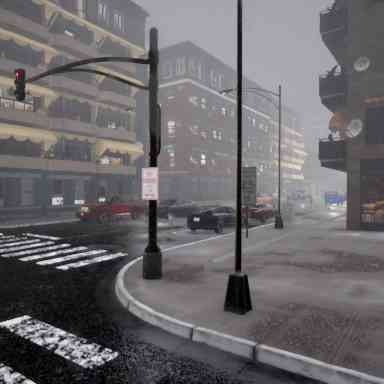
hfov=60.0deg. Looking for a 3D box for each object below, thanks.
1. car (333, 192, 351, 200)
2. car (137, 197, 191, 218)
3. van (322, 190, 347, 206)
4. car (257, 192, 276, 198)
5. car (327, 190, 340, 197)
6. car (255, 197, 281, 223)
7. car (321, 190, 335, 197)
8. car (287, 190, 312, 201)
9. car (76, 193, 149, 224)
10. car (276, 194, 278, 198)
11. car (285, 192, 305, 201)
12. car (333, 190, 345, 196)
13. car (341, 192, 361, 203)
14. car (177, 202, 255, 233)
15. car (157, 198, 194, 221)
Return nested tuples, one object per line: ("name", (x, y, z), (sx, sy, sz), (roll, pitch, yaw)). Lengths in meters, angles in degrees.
("car", (25.888, 0.699, 57.265), (1.895, 1.301, 4.718), (1, 1, 35))
("car", (-2.204, 1.184, 27.355), (1.887, 1.381, 4.507), (2, 2, 35))
("van", (17.446, 0.723, 40.727), (1.690, 1.788, 3.998), (2, 2, 35))
("car", (6.855, 0.836, 35.737), (2.097, 1.767, 4.553), (1, 1, 35))
("car", (33.037, 0.340, 77.482), (1.802, 1.307, 4.206), (2, 2, 35))
("car", (4.628, 1.285, 22.504), (1.802, 1.307, 4.206), (2, 2, 35))
("car", (29.834, 0.382, 72.925), (1.887, 1.381, 4.507), (2, 2, 35))
("car", (16.054, 0.330, 48.661), (2.097, 1.767, 4.553), (1, 1, 35))
("car", (-5.406, 1.035, 22.792), (2.192, 1.841, 5.009), (2, 2, 35))
("car", (10.611, 0.884, 45.583), (1.947, 1.339, 4.313), (2, 2, 35))
("car", (17.018, 0.723, 54.697), (1.947, 1.339, 4.313), (2, 2, 35))
("car", (36.241, 0.260, 82.040), (1.802, 1.307, 4.206), (2, 2, 35))
("car", (23.851, 0.766, 49.845), (1.887, 1.381, 4.507), (2, 2, 35))
("car", (1.424, 1.350, 17.947), (1.947, 1.339, 4.313), (2, 2, 35))
("car", (-1.340, 1.196, 24.103), (1.837, 1.490, 4.892), (1, 1, 35))
